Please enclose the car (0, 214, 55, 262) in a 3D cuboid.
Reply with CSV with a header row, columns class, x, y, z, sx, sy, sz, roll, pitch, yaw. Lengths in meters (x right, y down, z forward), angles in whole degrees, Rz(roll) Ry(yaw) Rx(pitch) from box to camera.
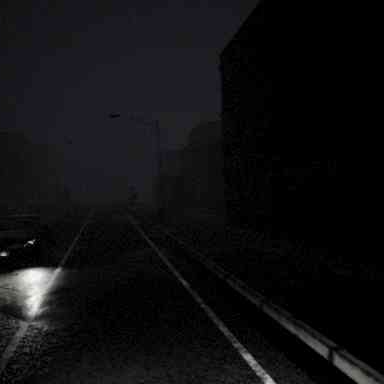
class,x,y,z,sx,sy,sz,roll,pitch,yaw
car,-6.265,1.594,12.288,1.812,1.442,4.674,-2,1,-15
